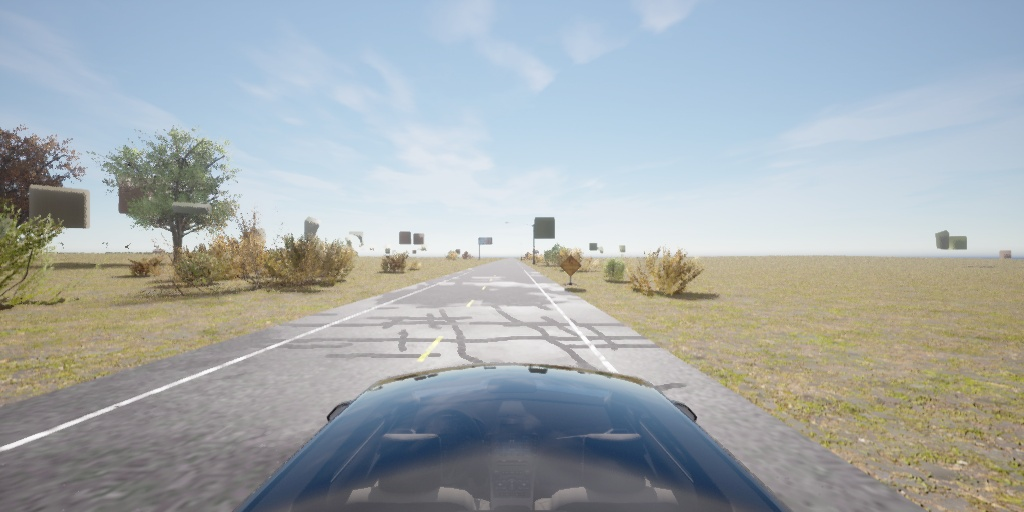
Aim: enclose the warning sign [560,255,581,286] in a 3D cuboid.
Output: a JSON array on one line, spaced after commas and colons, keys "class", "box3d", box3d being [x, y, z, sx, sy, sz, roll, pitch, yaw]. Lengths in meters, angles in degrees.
[{"class": "warning sign", "box3d": [3.550, 0.866, 21.712, 1.300, 1.860, 1.060, 0, 0, 0]}]
